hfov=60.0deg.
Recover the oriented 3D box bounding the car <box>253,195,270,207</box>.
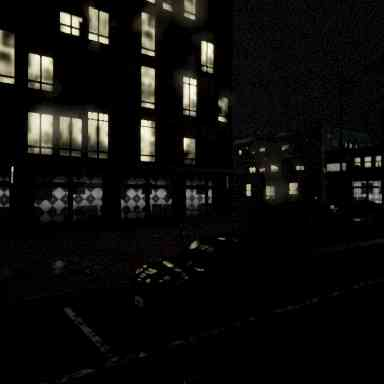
[{"bbox_3d":[9.553,1.130,41.208,1.967,1.590,4.097,1,0,-36],"label":"car"}]

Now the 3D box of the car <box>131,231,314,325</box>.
[{"bbox_3d":[0.839,1.566,7.152,4.313,1.339,1.947,0,0,-35],"label":"car"}]

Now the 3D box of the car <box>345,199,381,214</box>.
[{"bbox_3d":[16.116,1.372,32.266,1.887,1.381,4.507,1,0,-36],"label":"car"}]

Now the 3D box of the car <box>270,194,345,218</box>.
[{"bbox_3d":[9.367,1.101,27.307,2.192,1.841,5.009,1,0,-36],"label":"car"}]

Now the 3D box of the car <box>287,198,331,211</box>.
[{"bbox_3d":[12.834,1.340,36.736,1.802,1.307,4.206,1,0,-36],"label":"car"}]
